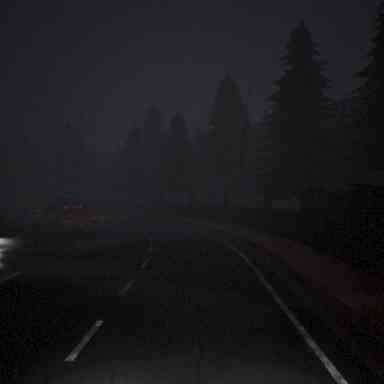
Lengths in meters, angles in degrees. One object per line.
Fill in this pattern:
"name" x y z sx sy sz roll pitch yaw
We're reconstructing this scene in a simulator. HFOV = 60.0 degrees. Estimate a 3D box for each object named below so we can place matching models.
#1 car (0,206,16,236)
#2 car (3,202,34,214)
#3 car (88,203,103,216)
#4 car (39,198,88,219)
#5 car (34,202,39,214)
"car" -11.968 1.759 19.593 1.812 1.442 4.674 0 -1 -18
"car" -22.071 2.051 40.807 4.181 1.385 1.994 0 -1 25
"car" -12.036 1.950 37.849 4.902 1.511 2.128 -1 -1 43
"car" -13.450 1.638 34.591 2.150 2.045 5.566 1 -1 -45
"car" -20.330 2.027 43.603 4.892 1.490 1.837 0 -1 28
